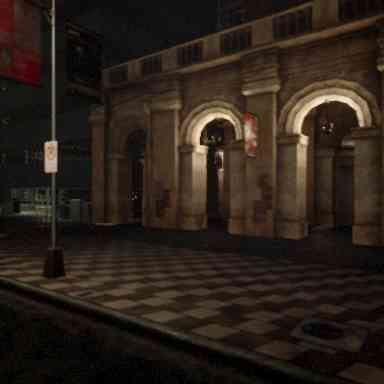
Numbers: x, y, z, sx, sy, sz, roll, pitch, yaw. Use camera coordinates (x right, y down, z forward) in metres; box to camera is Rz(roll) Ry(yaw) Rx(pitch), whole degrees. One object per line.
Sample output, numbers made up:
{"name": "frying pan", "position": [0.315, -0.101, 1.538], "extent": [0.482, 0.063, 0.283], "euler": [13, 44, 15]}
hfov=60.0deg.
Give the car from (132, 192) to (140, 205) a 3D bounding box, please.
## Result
{"name": "car", "position": [-6.030, 1.018, 30.052], "extent": [5.566, 2.045, 2.435], "euler": [0, 0, 36]}
